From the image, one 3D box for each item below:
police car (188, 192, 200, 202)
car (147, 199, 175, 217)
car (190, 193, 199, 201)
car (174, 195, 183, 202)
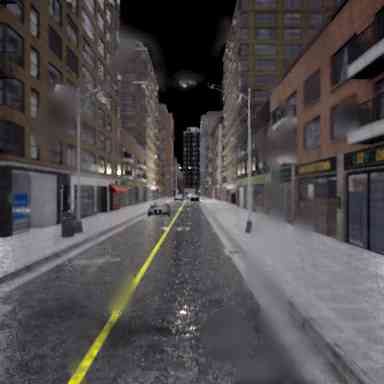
[{"bbox_3d":[0.620,1.331,70.051,1.930,1.638,5.238,0,0,0],"label":"police car"},{"bbox_3d":[-2.935,1.538,30.663,1.994,1.385,4.181,0,0,0],"label":"car"},{"bbox_3d":[0.591,1.232,79.911,2.097,1.767,4.553,0,0,0],"label":"car"},{"bbox_3d":[-2.962,1.370,72.520,1.882,1.535,5.008,0,0,0],"label":"car"}]
